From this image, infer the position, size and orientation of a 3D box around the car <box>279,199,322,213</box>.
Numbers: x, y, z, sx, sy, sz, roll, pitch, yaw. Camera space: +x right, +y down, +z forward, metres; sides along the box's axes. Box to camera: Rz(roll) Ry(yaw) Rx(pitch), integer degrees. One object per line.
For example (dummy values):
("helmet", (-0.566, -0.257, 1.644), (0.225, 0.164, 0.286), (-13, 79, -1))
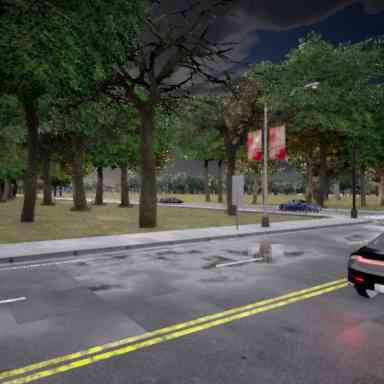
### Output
("car", (11.415, 1.492, 35.303), (1.812, 1.442, 4.674), (0, 0, -36))

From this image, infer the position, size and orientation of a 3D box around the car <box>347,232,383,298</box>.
("car", (5.336, 1.487, 7.241), (4.902, 1.511, 2.128), (0, 0, -35))

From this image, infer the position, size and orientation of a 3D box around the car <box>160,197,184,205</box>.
("car", (-3.463, 1.491, 56.274), (2.033, 1.411, 5.357), (0, 0, -35))
